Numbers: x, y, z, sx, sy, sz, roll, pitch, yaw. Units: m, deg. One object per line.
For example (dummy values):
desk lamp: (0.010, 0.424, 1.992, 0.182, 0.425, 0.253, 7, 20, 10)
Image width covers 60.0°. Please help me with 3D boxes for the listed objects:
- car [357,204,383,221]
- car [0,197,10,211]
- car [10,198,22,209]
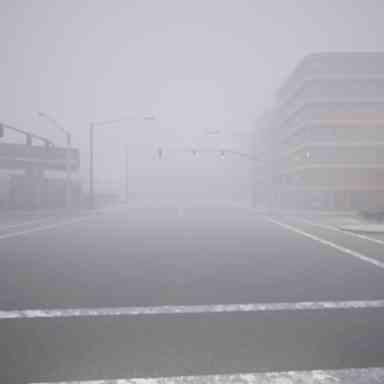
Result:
car: (16.366, 1.563, 26.853, 5.357, 1.411, 2.033, 0, 0, 0)
car: (-23.311, 1.315, 36.779, 4.611, 1.667, 2.242, 0, 0, 1)
car: (-24.027, 1.479, 42.530, 3.806, 1.475, 1.970, 0, 0, 1)
